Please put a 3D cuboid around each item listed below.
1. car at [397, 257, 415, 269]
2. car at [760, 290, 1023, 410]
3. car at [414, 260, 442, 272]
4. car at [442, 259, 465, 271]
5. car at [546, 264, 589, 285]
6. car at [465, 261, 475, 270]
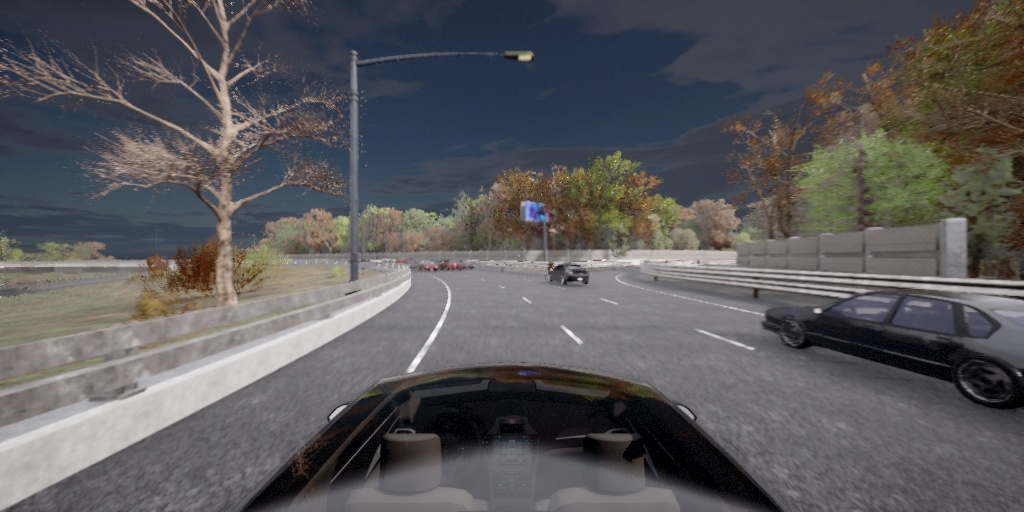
[{"bbox_3d":[-15.945,1.398,56.700,2.128,1.511,4.902,0,0,-34],"label":"car"},{"bbox_3d":[6.967,1.281,6.066,2.033,1.411,5.357,0,0,-4],"label":"car"},{"bbox_3d":[-11.495,1.477,48.847,1.895,1.301,4.718,0,0,-27],"label":"car"},{"bbox_3d":[-8.832,1.224,51.336,2.097,1.767,4.553,0,0,-27],"label":"car"},{"bbox_3d":[4.016,1.326,26.333,1.837,1.490,4.892,0,-1,-13],"label":"car"},{"bbox_3d":[-7.607,1.423,56.604,2.033,1.411,5.357,0,0,-30],"label":"car"}]
